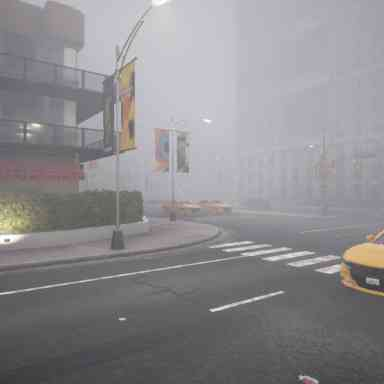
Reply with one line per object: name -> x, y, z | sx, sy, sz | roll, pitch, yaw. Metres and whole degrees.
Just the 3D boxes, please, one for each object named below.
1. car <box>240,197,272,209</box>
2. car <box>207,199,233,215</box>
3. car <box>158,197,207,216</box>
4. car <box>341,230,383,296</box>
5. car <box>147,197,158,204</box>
car -> 8.612, 1.504, 45.264 | 1.837, 1.490, 4.892 | 0, 0, -35
car -> 2.066, 1.478, 34.285 | 1.882, 1.535, 5.008 | 0, 0, -35
car -> -1.062, 1.478, 32.648 | 1.882, 1.535, 5.008 | 0, 0, -35
car -> 5.569, 1.477, 7.981 | 5.008, 1.535, 1.882 | 0, 0, -36
car -> -6.163, 1.601, 59.267 | 4.718, 1.301, 1.895 | 0, 0, 42
